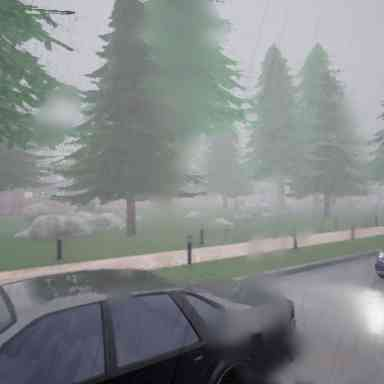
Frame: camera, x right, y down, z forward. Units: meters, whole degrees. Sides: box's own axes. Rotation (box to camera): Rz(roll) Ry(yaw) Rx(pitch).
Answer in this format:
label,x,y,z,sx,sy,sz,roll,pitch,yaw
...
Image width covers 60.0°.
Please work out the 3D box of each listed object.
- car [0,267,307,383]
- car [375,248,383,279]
label,x,y,z,sx,sy,sz,roll,pitch,yaw
car,-1.184,1.553,3.145,5.357,1.411,2.033,0,0,-36
car,6.791,1.558,8.902,4.674,1.442,1.812,0,0,-35
